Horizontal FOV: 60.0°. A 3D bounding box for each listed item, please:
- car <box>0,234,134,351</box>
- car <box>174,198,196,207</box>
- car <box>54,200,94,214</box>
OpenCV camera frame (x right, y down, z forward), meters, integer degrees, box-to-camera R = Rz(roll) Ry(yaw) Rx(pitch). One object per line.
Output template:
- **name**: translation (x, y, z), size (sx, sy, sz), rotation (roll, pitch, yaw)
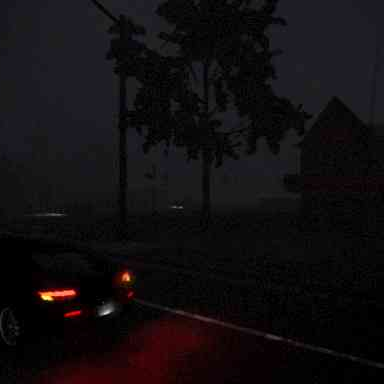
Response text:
- **car**: translation (-3.106, 1.530, 6.188), size (4.674, 1.442, 1.812), rotation (0, 0, 36)
- **car**: translation (-1.080, 1.589, 52.980), size (1.994, 1.385, 4.181), rotation (0, 0, 34)
- **car**: translation (-12.674, 1.588, 35.934), size (1.994, 1.385, 4.181), rotation (0, 0, 34)
